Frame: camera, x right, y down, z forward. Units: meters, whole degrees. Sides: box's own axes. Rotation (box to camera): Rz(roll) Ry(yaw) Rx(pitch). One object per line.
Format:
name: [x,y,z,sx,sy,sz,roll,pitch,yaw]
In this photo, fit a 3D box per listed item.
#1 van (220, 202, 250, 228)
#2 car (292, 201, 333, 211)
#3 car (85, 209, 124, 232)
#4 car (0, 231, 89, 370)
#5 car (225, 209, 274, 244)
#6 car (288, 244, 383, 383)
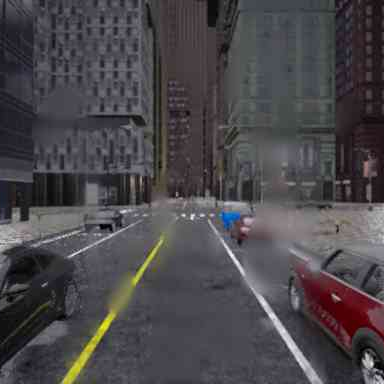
van: [2.850,1.560,21.989,1.690,1.788,3.998,0,-1,0]
car: [15.503,1.743,42.794,4.718,1.301,1.895,-1,0,0]
car: [-5.674,1.785,21.985,1.947,1.339,4.313,0,-1,0]
car: [-3.101,1.576,4.773,1.812,1.442,4.674,0,-1,0]
car: [2.852,1.747,16.338,1.802,1.307,4.206,0,-1,0]
car: [2.851,1.493,5.042,1.967,1.590,4.097,0,-1,0]
